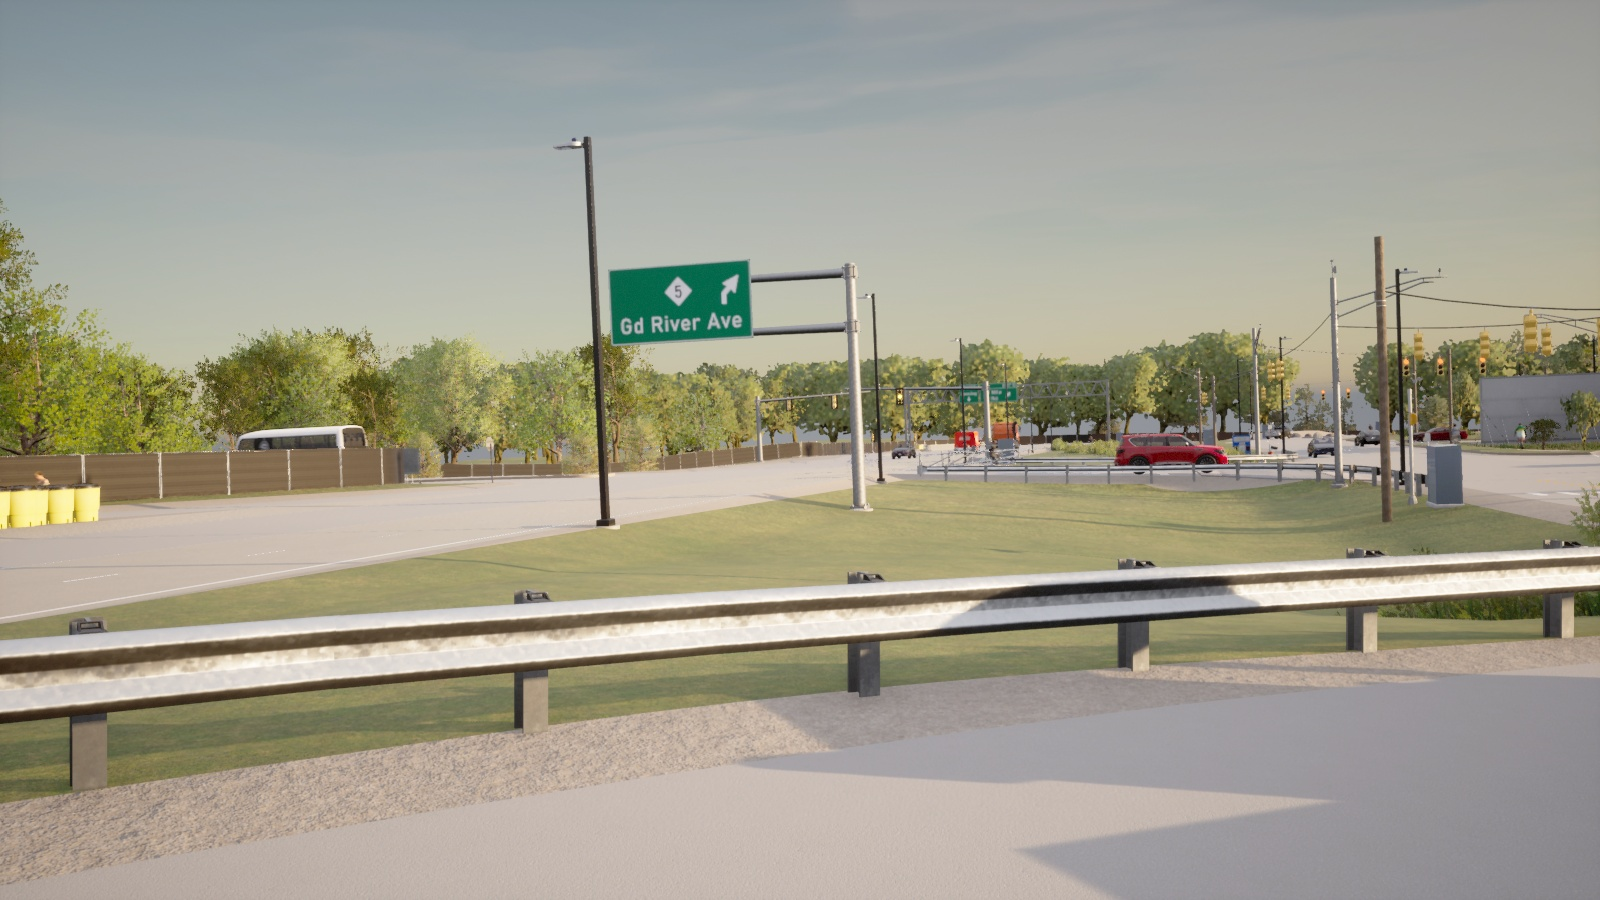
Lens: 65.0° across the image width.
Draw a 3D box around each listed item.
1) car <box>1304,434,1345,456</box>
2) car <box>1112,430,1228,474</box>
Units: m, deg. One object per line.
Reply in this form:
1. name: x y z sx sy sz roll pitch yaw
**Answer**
1. car: 37.890 -0.357 90.899 2.033 1.411 5.357 -2 1 16
2. car: 18.900 0.090 64.235 5.566 2.045 2.150 -2 0 17
